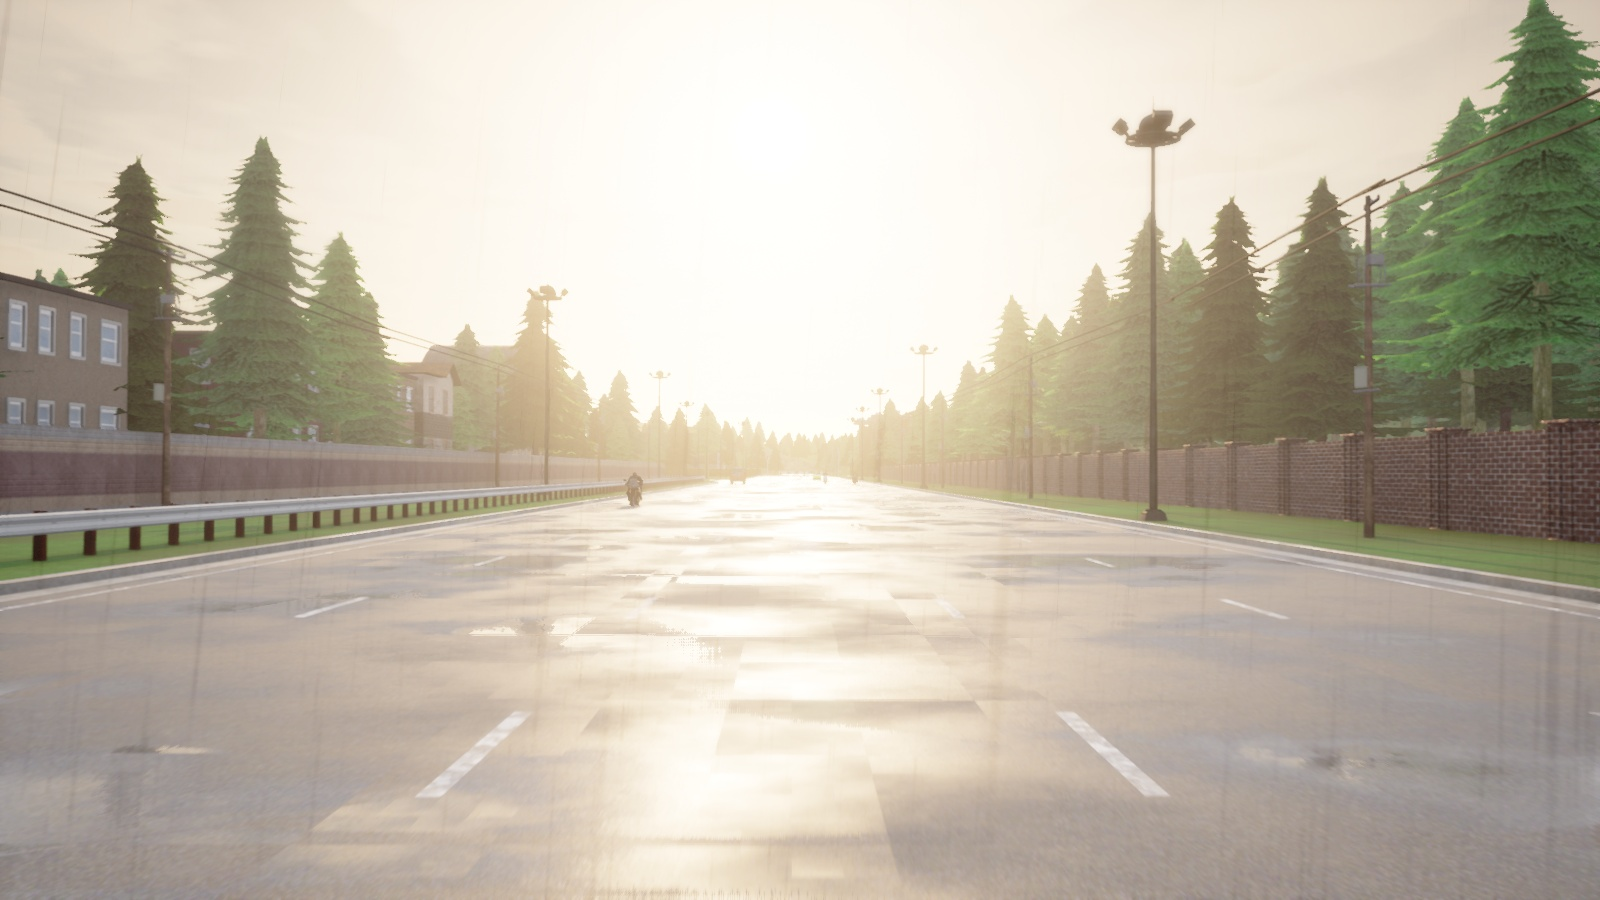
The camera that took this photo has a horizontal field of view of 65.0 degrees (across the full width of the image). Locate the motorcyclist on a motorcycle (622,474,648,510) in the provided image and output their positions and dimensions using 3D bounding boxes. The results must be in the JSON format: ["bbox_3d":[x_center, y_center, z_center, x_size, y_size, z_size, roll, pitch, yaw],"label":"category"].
[{"bbox_3d":[-7.131,1.788,54.344,0.866,1.530,2.191,0,-1,0],"label":"motorcyclist on a motorcycle"}]
